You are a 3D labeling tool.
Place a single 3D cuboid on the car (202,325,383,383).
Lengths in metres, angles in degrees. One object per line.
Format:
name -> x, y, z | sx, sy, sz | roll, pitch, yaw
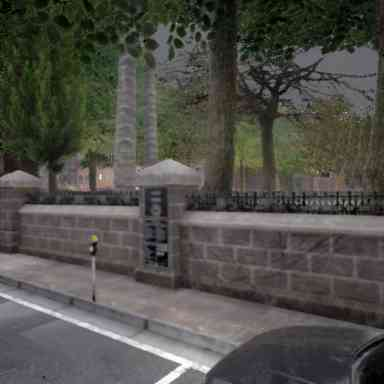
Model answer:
car -> 2.244, 1.504, 1.680 | 4.892, 1.490, 1.837 | 0, 0, 35
